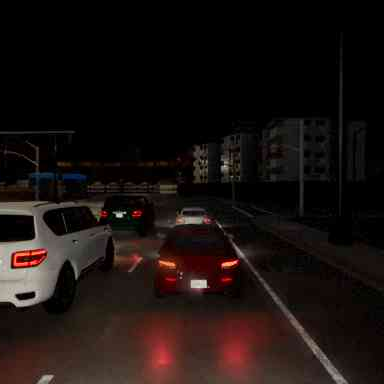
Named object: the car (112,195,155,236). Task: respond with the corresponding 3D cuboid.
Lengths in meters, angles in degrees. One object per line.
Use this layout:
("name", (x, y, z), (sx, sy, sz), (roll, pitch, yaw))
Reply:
("car", (-3.362, 1.179, 18.123), (2.150, 2.045, 5.566), (0, 0, 0))

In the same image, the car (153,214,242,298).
("car", (0.116, 1.521, 8.408), (1.812, 1.442, 4.674), (0, 0, 0))

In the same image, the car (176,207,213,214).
("car", (0.106, 1.490, 17.495), (1.812, 1.442, 4.674), (0, 0, 1))

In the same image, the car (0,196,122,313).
("car", (-3.387, 1.218, 7.764), (2.150, 2.045, 5.566), (0, 0, 0))
